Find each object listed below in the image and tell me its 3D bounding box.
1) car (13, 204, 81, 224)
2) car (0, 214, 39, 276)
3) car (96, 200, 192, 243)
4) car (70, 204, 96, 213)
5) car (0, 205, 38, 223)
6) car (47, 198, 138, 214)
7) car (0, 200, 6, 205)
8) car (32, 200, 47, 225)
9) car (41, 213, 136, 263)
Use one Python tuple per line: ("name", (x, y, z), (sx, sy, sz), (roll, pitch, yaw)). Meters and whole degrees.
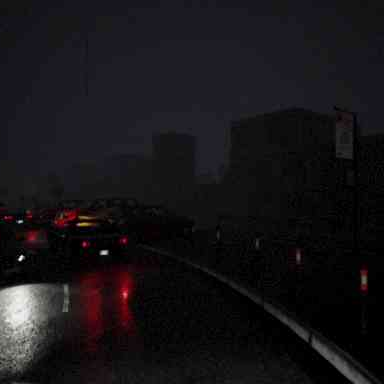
("car", (-13.264, 1.954, 30.664), (5.366, 1.575, 1.946), (0, -2, -39))
("car", (-6.361, 1.611, 10.099), (2.033, 1.411, 5.357), (0, -1, -35))
("car", (-2.016, 1.443, 16.493), (4.553, 1.767, 2.185), (0, -1, -39))
("car", (-3.916, 1.617, 18.857), (5.008, 1.535, 2.097), (0, -1, -39))
("car", (-12.670, 1.846, 23.520), (1.812, 1.442, 4.674), (0, -2, -39))
("car", (-5.784, 1.412, 21.104), (5.566, 2.045, 2.435), (0, -1, -39))
("car", (-18.799, 1.818, 31.123), (2.150, 2.045, 5.566), (0, -2, -39))
("car", (-11.598, 1.747, 28.265), (4.553, 1.767, 2.185), (0, -2, -39))
("car", (-4.061, 1.670, 12.459), (1.895, 1.301, 4.718), (0, -1, -34))
